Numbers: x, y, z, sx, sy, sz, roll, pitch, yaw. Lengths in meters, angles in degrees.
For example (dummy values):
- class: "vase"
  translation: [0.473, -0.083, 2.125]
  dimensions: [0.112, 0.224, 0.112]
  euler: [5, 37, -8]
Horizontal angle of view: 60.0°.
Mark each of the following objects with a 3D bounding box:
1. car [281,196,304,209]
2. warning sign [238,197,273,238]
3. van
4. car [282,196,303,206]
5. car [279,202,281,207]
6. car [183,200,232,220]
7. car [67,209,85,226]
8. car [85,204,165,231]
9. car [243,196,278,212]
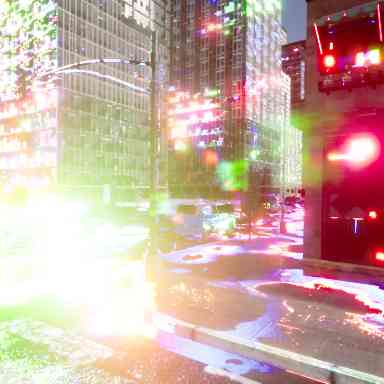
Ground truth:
- class: "car"
  translation: [13.586, 1.437, 45.074]
  dimensions: [2.033, 1.411, 5.357]
  euler: [1, 1, 36]
- class: "warning sign"
  translation: [3.071, 1.177, 16.130]
  dimensions: [1.300, 1.860, 1.060]
  euler: [1, 1, 35]
- class: "van"
  translation: [0.787, 1.368, 17.017]
  dimensions: [1.690, 1.788, 3.998]
  euler: [1, 1, 35]
- class: "car"
  translation: [16.184, 1.364, 53.349]
  dimensions: [1.752, 1.417, 4.829]
  euler: [1, 1, 35]
- class: "car"
  translation: [9.898, 1.294, 44.448]
  dimensions: [1.967, 1.590, 4.097]
  euler: [1, 1, 35]
- class: "car"
  translation: [1.411, 1.448, 27.942]
  dimensions: [1.812, 1.442, 4.674]
  euler: [1, 1, 35]
- class: "car"
  translation: [-6.061, 1.467, 21.854]
  dimensions: [1.947, 1.339, 4.313]
  euler: [1, 1, 35]
- class: "car"
  translation: [-3.844, 1.541, 20.505]
  dimensions: [1.895, 1.301, 4.718]
  euler: [1, 1, 35]
- class: "car"
  translation: [7.244, 1.383, 36.184]
  dimensions: [1.882, 1.535, 5.008]
  euler: [1, 1, 35]
